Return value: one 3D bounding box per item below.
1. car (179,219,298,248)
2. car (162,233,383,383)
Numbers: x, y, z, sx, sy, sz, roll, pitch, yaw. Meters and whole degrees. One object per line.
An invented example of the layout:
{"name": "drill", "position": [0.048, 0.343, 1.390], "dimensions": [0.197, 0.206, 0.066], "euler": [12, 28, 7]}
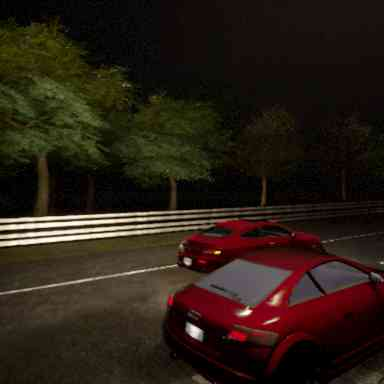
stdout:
{"name": "car", "position": [1.764, 1.477, 9.308], "dimensions": [4.674, 1.442, 1.812], "euler": [-1, 0, -36]}
{"name": "car", "position": [1.655, 1.535, 4.926], "dimensions": [4.181, 1.385, 1.994], "euler": [-1, 0, -36]}
